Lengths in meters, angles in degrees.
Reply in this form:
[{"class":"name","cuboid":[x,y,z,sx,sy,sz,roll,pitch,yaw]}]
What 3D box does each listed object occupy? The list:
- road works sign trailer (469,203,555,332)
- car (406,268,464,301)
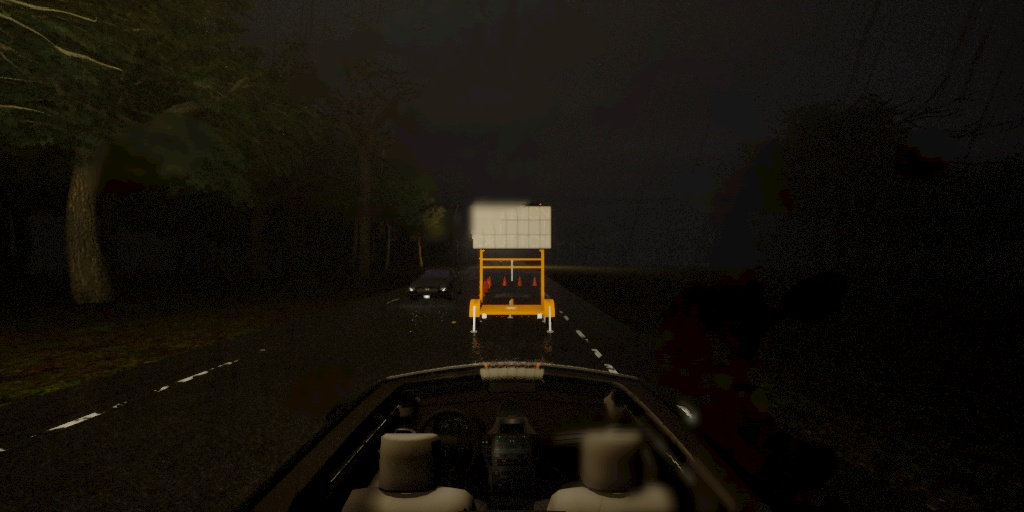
[{"class":"road works sign trailer","cuboid":[0.002,0.210,10.797,2.380,3.560,2.880,0,0,0]},{"class":"car","cuboid":[-3.496,1.280,17.390,2.033,1.411,5.357,0,0,0]}]
